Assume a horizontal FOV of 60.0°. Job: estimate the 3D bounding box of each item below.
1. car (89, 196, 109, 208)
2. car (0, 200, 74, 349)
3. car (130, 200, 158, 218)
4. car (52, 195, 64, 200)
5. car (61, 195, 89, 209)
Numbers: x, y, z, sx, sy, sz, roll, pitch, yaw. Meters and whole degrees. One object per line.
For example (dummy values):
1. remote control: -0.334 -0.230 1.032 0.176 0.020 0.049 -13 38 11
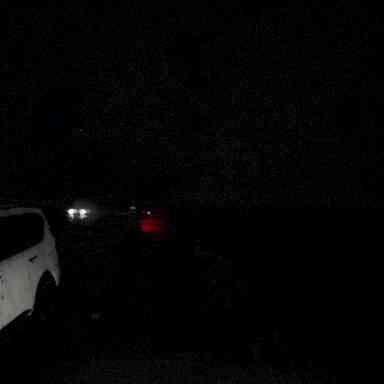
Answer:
1. car: -13.164 1.355 46.462 1.882 1.535 5.008 1 0 -33
2. car: -3.358 1.238 3.940 2.150 2.045 5.566 0 0 -4
3. car: -4.425 1.488 30.068 1.837 1.490 4.892 0 0 -20
4. car: -23.518 1.254 60.149 2.033 1.411 5.357 1 0 -45
5. car: -15.166 1.455 42.952 1.895 1.301 4.718 1 0 -30
